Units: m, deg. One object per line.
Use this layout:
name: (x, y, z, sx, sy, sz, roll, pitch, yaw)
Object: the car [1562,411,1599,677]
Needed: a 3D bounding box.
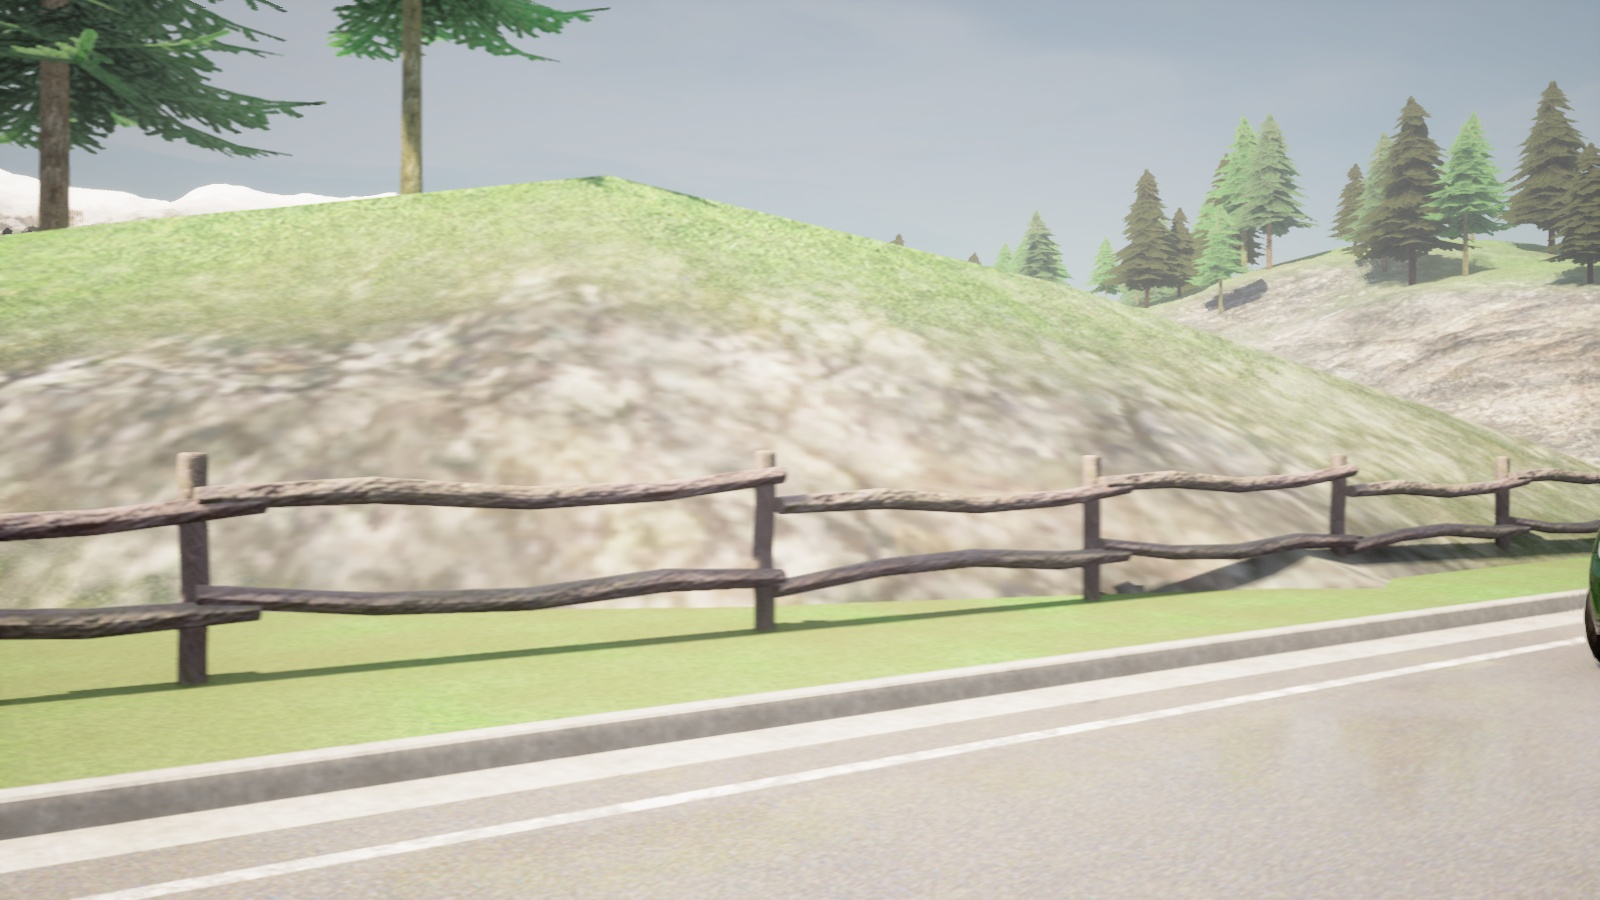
car: (7.657, 0.625, 8.988, 4.553, 1.767, 2.097, 0, 0, -35)
